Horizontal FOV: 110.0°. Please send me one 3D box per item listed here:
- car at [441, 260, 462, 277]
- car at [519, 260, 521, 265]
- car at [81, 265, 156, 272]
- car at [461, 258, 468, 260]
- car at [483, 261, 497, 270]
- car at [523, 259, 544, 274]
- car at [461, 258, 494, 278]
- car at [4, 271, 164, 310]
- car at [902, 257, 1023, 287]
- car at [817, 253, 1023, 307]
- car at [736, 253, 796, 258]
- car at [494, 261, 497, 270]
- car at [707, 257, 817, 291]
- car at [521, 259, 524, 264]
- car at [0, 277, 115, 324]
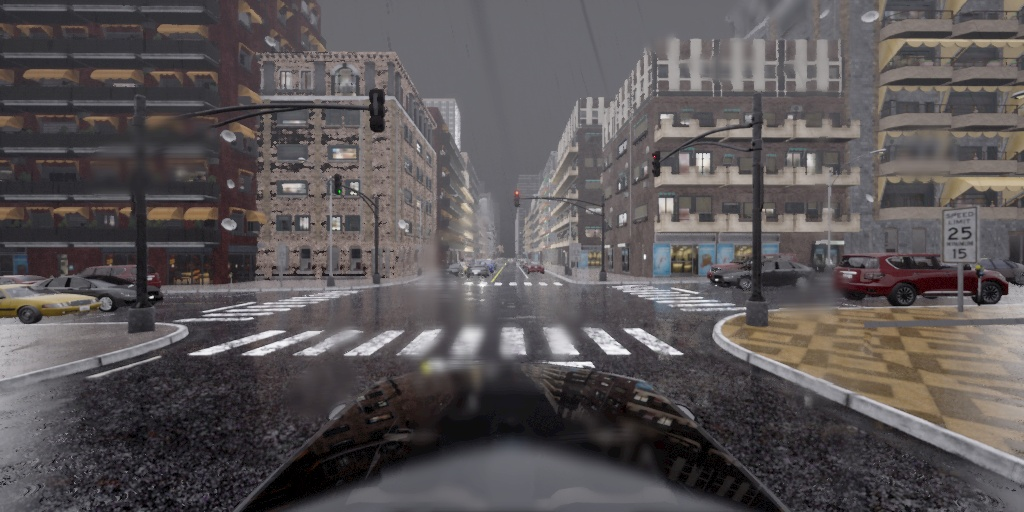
[{"bbox_3d":[-5.764,1.336,35.128,1.948,1.339,4.313,0,0,0],"label":"car"},{"bbox_3d":[2.565,1.373,57.879,1.802,1.307,4.207,0,0,0],"label":"car"},{"bbox_3d":[-23.641,1.471,21.058,5.009,1.841,2.192,0,0,-1],"label":"car"},{"bbox_3d":[-5.777,1.301,40.641,1.751,1.417,4.829,0,0,0],"label":"car"},{"bbox_3d":[-3.207,1.387,53.423,1.895,1.301,4.718,0,0,0],"label":"car"},{"bbox_3d":[2.603,1.215,40.831,1.967,1.591,4.097,0,0,0],"label":"car"},{"bbox_3d":[-3.171,1.261,34.004,2.128,1.511,4.902,0,0,0],"label":"car"},{"bbox_3d":[-17.898,1.566,15.360,4.892,1.490,1.837,-1,0,-1],"label":"car"},{"bbox_3d":[24.455,0.820,19.031,5.357,1.411,2.033,-1,0,-1],"label":"car"},{"bbox_3d":[14.685,0.780,13.130,5.009,1.841,2.192,0,0,-1],"label":"car"},{"bbox_3d":[14.532,0.767,21.509,5.009,1.841,2.192,0,0,-1],"label":"car"},{"bbox_3d":[-3.192,1.255,43.426,1.882,1.535,5.008,0,0,0],"label":"car"},{"bbox_3d":[13.249,0.988,18.935,4.892,1.490,1.837,-1,0,1],"label":"car"},{"bbox_3d":[2.591,1.220,46.514,1.967,1.591,4.097,0,0,0],"label":"car"},{"bbox_3d":[-17.654,1.590,12.775,4.829,1.417,1.751,0,0,-1],"label":"car"}]
